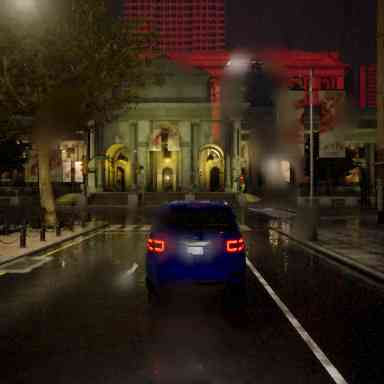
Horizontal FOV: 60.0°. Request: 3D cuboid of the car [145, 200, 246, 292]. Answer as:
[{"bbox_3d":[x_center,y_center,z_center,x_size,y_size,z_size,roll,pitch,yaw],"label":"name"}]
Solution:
[{"bbox_3d":[0.100,1.221,9.089,2.150,2.045,5.566,0,0,1],"label":"car"}]
